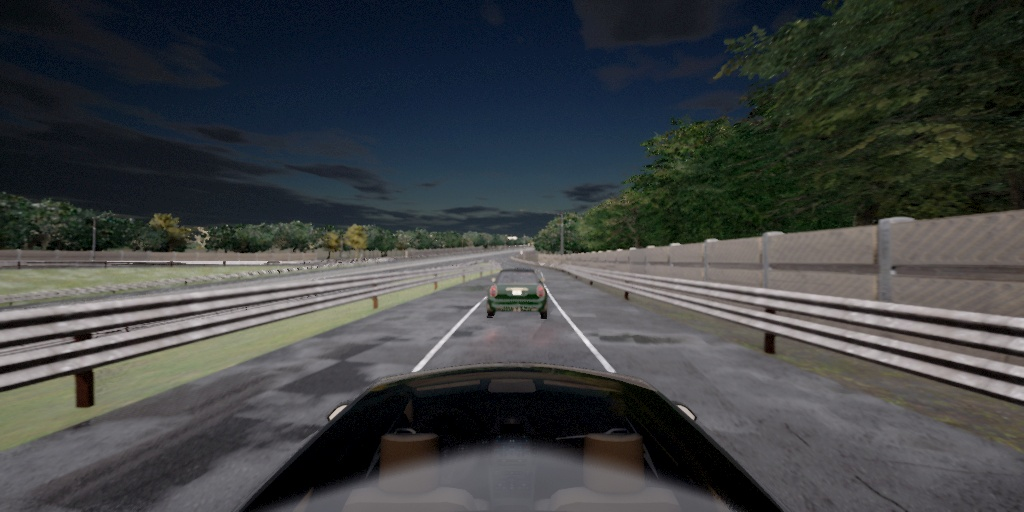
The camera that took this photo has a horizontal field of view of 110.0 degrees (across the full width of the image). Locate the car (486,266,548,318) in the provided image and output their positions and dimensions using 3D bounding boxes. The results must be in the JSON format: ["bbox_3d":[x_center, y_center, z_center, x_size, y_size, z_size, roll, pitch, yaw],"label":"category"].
[{"bbox_3d":[0.246,1.251,13.909,2.097,1.767,4.553,0,-1,2],"label":"car"}]

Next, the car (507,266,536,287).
[{"bbox_3d":[0.895,1.575,28.974,2.128,1.511,4.902,0,-1,4],"label":"car"}]
